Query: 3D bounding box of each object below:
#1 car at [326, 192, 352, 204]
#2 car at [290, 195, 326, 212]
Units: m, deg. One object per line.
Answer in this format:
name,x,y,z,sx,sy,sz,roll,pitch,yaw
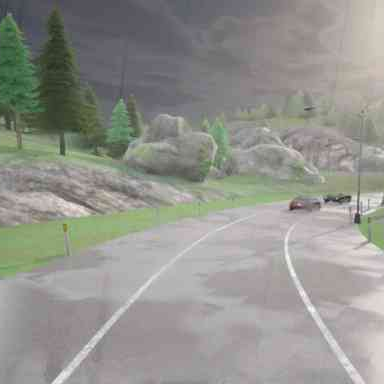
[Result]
car,17.161,0.648,39.001,1.895,1.301,4.718,5,5,42
car,10.416,0.982,30.351,1.994,1.385,4.181,4,4,34
